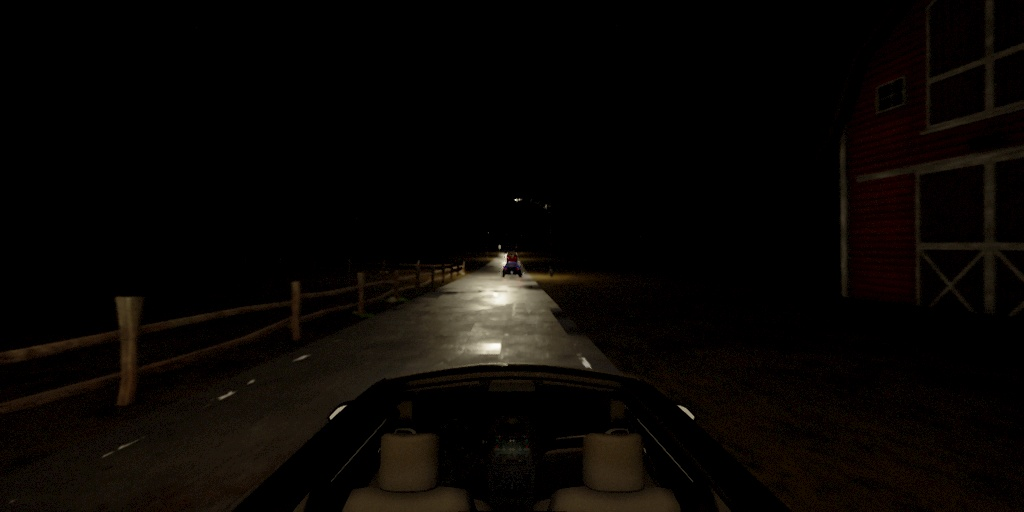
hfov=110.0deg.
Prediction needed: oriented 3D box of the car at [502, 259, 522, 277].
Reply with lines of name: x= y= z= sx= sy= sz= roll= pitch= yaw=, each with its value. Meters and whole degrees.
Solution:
car: x=0.002 y=1.330 z=35.350 sx=1.812 sy=1.442 sz=4.674 roll=0 pitch=0 yaw=0
